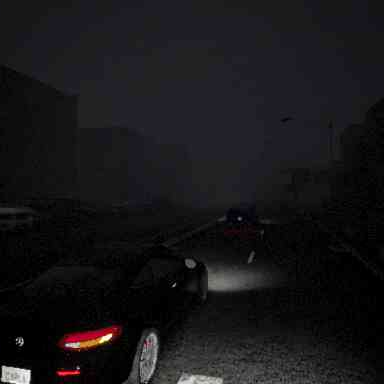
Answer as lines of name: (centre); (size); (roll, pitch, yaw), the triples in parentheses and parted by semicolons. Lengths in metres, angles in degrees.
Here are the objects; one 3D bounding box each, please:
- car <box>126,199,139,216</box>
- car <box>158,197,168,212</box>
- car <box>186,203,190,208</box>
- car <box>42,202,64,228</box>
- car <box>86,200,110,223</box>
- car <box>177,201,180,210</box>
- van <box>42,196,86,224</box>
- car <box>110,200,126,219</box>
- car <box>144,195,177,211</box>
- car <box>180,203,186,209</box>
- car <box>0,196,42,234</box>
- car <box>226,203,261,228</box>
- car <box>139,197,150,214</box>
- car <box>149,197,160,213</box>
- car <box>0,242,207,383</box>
car: (-7.901, 1.543, 30.990); (4.892, 1.521, 2.231); (0, 0, 14)
car: (-5.847, 1.624, 38.999); (5.008, 1.535, 2.097); (0, -1, 14)
car: (-2.926, 1.780, 49.630); (5.366, 1.575, 1.946); (0, -1, 14)
car: (-10.634, 1.524, 20.311); (4.674, 1.452, 2.002); (0, 0, 14)
car: (-9.268, 1.506, 25.651); (5.008, 1.535, 2.097); (0, 0, 14)
car: (-4.443, 1.571, 44.330); (4.553, 1.767, 2.185); (0, -1, 14)
van: (-10.028, 1.268, 23.127); (4.442, 1.987, 1.878); (0, 0, 14)
car: (-8.550, 1.552, 28.311); (4.792, 1.488, 2.163); (0, 0, 14)
car: (-5.185, 1.407, 41.678); (5.566, 2.045, 2.435); (0, -1, 14)
car: (-3.794, 1.778, 47.005); (4.674, 1.452, 2.002); (0, -1, 14)
car: (-11.288, 1.227, 17.631); (5.566, 2.045, 2.435); (0, 0, 14)
car: (3.545, 1.481, 22.534); (1.882, 1.535, 5.008); (0, 0, 15)
car: (-7.216, 1.567, 33.660); (4.892, 1.521, 2.231); (0, -1, 14)
car: (-6.522, 1.593, 36.327); (5.008, 1.535, 2.097); (0, -1, 14)
car: (-1.029, 1.522, 5.283); (1.812, 1.442, 4.674); (0, 0, 15)
